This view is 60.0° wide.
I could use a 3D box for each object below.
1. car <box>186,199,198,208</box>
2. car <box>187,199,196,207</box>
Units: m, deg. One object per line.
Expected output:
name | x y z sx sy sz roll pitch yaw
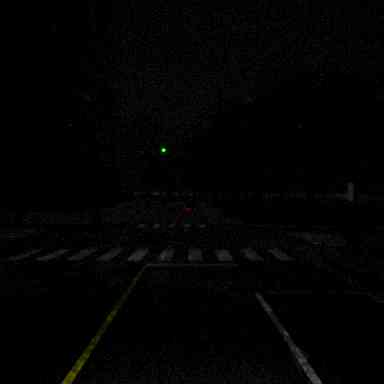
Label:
car | -0.020 2.289 62.506 2.128 1.511 4.902 0 -1 0
car | -0.051 2.331 72.924 1.882 1.535 5.008 0 -1 0
